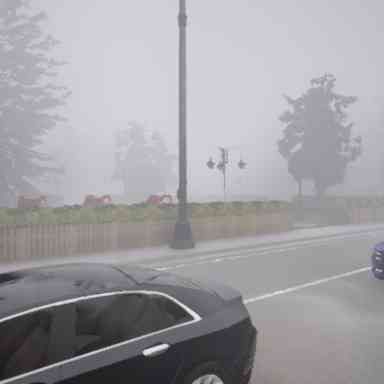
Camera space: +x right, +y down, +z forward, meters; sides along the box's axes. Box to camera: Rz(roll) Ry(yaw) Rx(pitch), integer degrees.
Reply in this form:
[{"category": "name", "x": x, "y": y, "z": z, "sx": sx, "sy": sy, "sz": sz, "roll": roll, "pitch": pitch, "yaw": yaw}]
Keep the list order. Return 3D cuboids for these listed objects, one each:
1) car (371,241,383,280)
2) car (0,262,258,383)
[{"category": "car", "x": 6.698, "y": 1.474, "z": 8.833, "sx": 5.008, "sy": 1.535, "sz": 1.882, "roll": 0, "pitch": 0, "yaw": -36}, {"category": "car", "x": -1.549, "y": 1.512, "z": 2.878, "sx": 4.892, "sy": 1.490, "sz": 1.837, "roll": 0, "pitch": 0, "yaw": -36}]
